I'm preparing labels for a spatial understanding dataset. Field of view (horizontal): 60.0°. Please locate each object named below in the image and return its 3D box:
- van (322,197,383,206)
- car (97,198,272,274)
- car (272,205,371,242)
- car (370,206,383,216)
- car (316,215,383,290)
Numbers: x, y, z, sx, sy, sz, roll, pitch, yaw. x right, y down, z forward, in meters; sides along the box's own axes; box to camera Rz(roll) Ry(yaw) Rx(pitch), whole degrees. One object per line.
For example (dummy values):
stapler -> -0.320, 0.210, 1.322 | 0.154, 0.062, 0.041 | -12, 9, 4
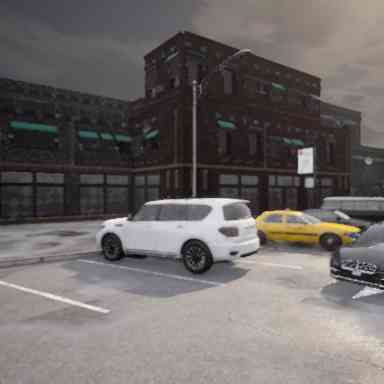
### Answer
van -> 8.981, 1.269, 17.994 | 4.442, 1.987, 1.878 | -1, -1, 34
car -> -0.606, 1.242, 10.790 | 5.566, 2.045, 2.435 | -1, -1, 33
car -> 4.408, 1.488, 14.257 | 5.366, 1.575, 1.946 | -1, -1, 33
car -> 6.666, 1.533, 16.152 | 4.674, 1.452, 2.002 | -1, -1, 33
car -> 5.533, 1.515, 8.644 | 4.892, 1.490, 1.837 | 0, 0, -36
